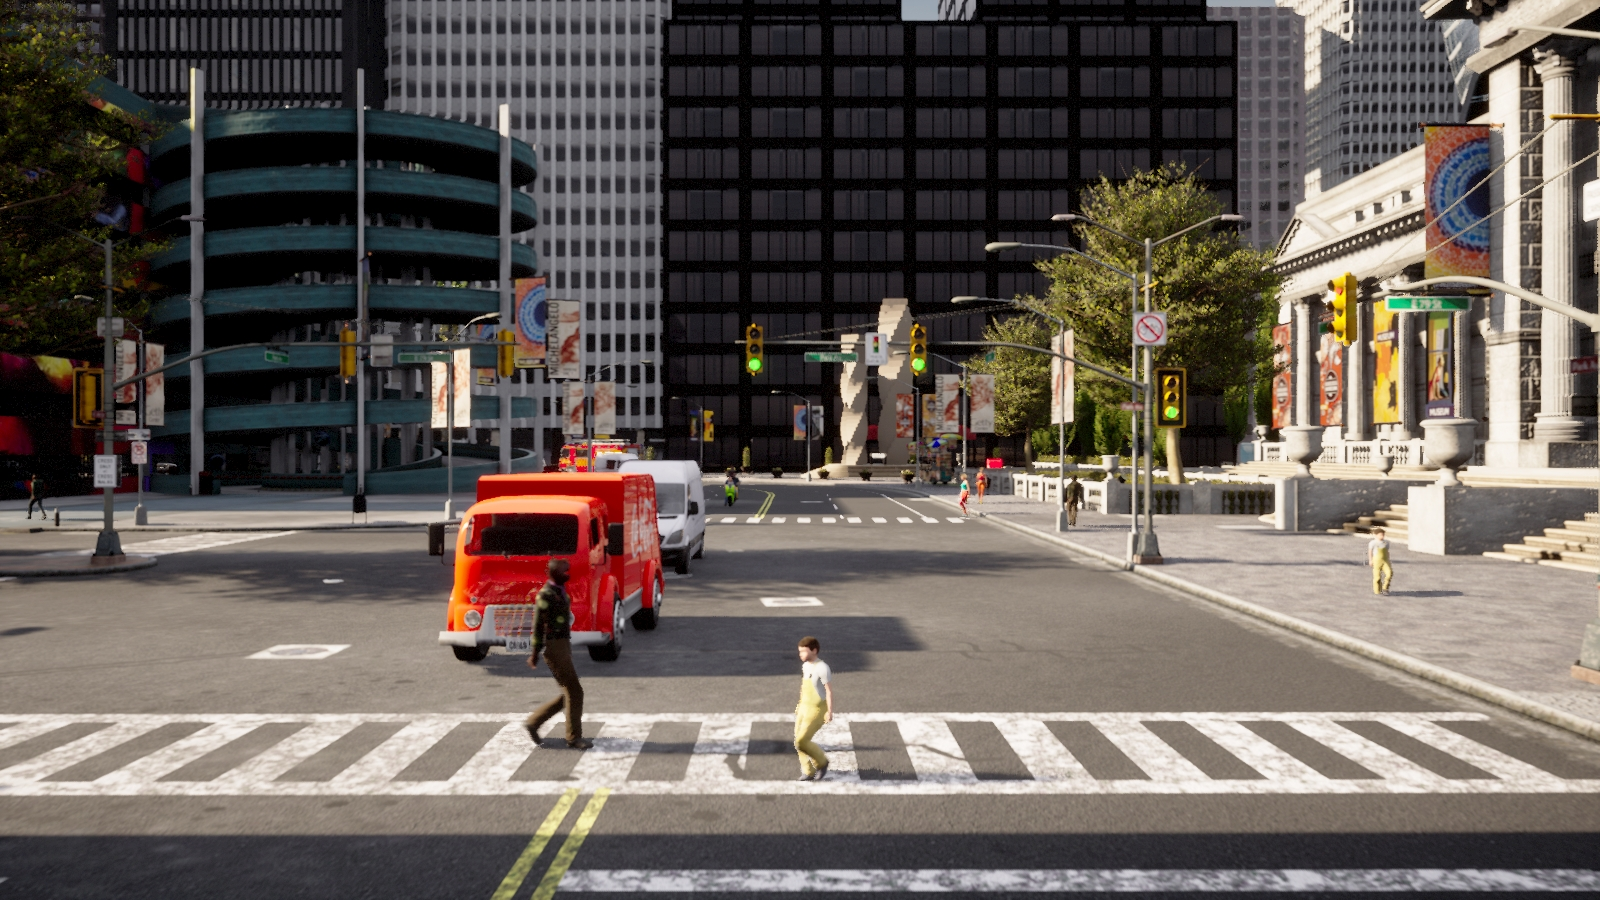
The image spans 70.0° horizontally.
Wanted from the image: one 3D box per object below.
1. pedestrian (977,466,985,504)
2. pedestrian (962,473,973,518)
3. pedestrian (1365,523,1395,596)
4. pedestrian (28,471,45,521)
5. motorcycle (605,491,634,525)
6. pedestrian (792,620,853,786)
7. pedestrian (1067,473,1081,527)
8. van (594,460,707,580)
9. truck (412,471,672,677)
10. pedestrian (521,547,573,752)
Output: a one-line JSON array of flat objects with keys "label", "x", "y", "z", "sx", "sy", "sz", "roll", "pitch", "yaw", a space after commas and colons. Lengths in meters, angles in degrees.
[{"label": "pedestrian", "x": 9.009, "y": 1.737, "z": 56.787, "sx": 0.375, "sy": 1.860, "sz": 0.375, "roll": 0, "pitch": 0, "yaw": 7}, {"label": "pedestrian", "x": 6.960, "y": 1.885, "z": 47.597, "sx": 0.375, "sy": 1.860, "sz": 0.375, "roll": 0, "pitch": 0, "yaw": -6}, {"label": "pedestrian", "x": 10.569, "y": 1.993, "z": 20.832, "sx": 0.375, "sy": 1.300, "sz": 0.375, "roll": 0, "pitch": 0, "yaw": 2}, {"label": "pedestrian", "x": -28.892, "y": 1.729, "z": 43.244, "sx": 0.375, "sy": 1.860, "sz": 0.375, "roll": 0, "pitch": 0, "yaw": 19}, {"label": "motorcycle", "x": -6.910, "y": 2.215, "z": 43.843, "sx": 0.856, "sy": 1.236, "sz": 1.805, "roll": 0, "pitch": 0, "yaw": 0}, {"label": "pedestrian", "x": 0.188, "y": 2.137, "z": 9.747, "sx": 0.375, "sy": 1.300, "sz": 0.375, "roll": 0, "pitch": 0, "yaw": -31}, {"label": "pedestrian", "x": 9.493, "y": 1.726, "z": 39.581, "sx": 0.375, "sy": 1.860, "sz": 0.375, "roll": 0, "pitch": 0, "yaw": -1}, {"label": "van", "x": -3.498, "y": 1.556, "z": 27.826, "sx": 1.988, "sy": 2.561, "sz": 5.915, "roll": 0, "pitch": 0, "yaw": 0}, {"label": "truck", "x": -3.490, "y": 1.582, "z": 16.741, "sx": 2.627, "sy": 2.467, "sz": 5.204, "roll": 0, "pitch": 0, "yaw": 0}, {"label": "pedestrian", "x": -2.372, "y": 1.858, "z": 10.745, "sx": 0.375, "sy": 1.860, "sz": 0.375, "roll": 0, "pitch": 0, "yaw": 7}]
